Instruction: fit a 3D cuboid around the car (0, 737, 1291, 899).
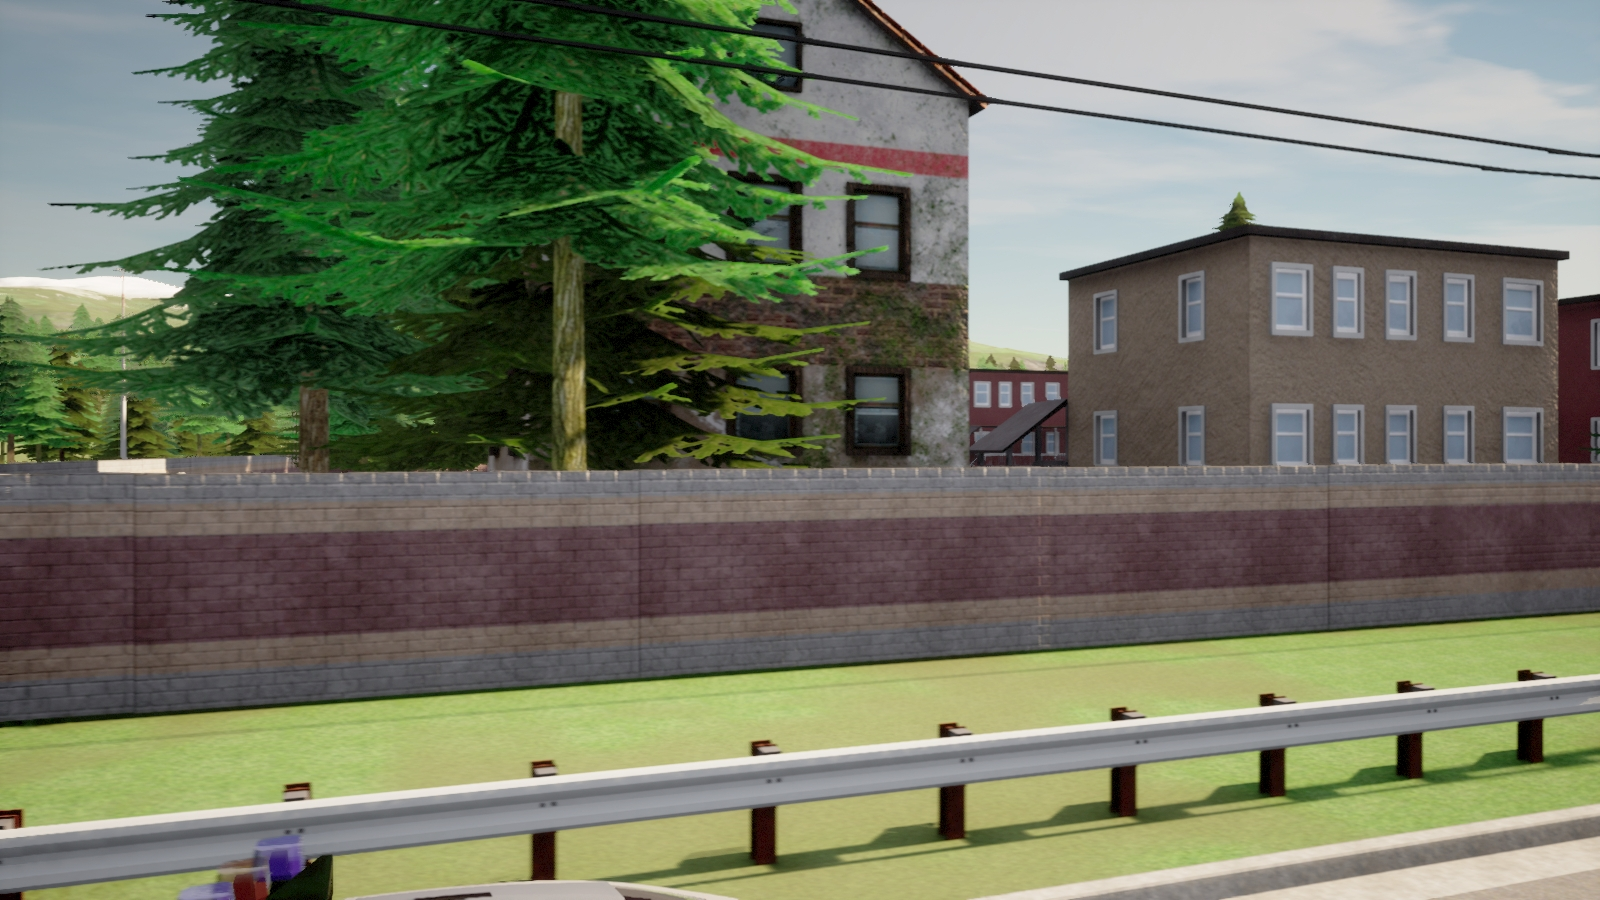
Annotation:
[{"bbox_3d":[-1.444,1.982,2.776,5.238,1.638,2.097,0,0,-20],"label":"car"}]
